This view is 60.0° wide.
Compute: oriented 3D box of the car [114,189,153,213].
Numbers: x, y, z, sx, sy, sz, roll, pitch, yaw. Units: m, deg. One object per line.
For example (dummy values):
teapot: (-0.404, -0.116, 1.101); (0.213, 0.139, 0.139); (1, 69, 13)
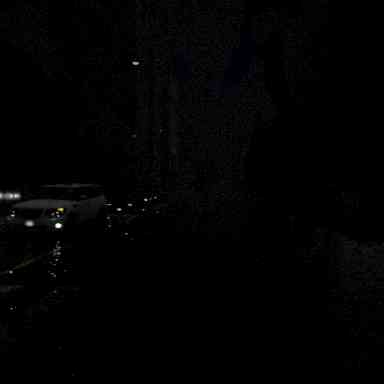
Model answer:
car: (-4.582, 0.685, 24.469); (2.033, 1.411, 5.357); (0, 2, 4)

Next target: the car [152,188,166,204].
car: (-3.844, 0.394, 34.669); (1.837, 1.490, 4.892); (0, 2, 4)

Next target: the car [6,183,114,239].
car: (-5.327, 0.644, 14.047); (2.150, 2.045, 5.566); (0, 2, 4)
